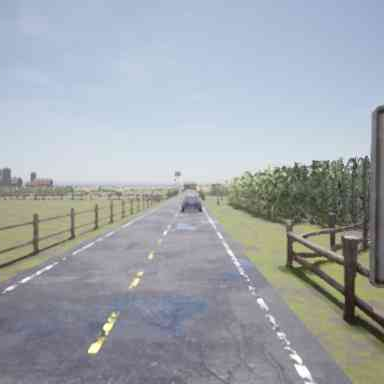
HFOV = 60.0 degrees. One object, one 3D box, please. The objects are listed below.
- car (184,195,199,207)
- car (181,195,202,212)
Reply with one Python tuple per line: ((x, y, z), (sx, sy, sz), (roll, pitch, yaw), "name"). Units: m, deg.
((-0.029, 1.190, 46.361), (2.033, 1.411, 5.357), (0, 0, 0), "car")
((-0.032, 1.089, 34.593), (2.097, 1.767, 4.553), (0, 0, 0), "car")
